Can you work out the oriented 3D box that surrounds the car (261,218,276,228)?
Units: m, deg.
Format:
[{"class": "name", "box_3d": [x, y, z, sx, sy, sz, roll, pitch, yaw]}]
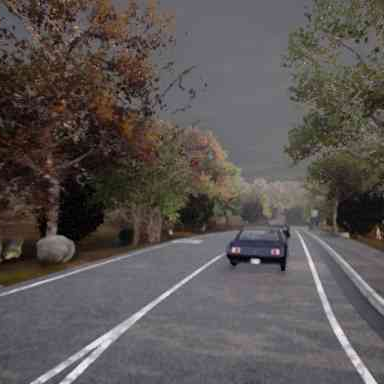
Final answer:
[{"class": "car", "box_3d": [14.856, 6.017, 64.274, 2.097, 1.767, 4.553, 0, -5, 21]}]

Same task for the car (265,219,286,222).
[{"class": "car", "box_3d": [6.897, 2.948, 26.873, 1.895, 1.301, 4.718, 0, -5, 17]}]

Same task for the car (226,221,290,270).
[{"class": "car", "box_3d": [2.609, 1.954, 12.403, 1.895, 1.301, 4.718, 0, -3, 17]}]
